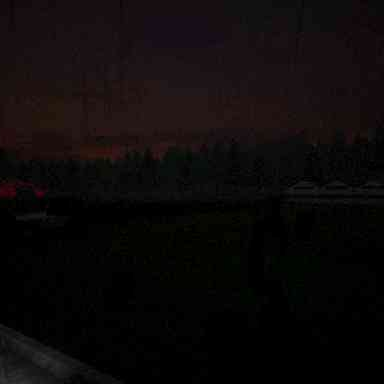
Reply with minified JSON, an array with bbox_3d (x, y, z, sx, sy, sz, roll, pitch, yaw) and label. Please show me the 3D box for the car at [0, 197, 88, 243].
[{"bbox_3d":[-6.725,1.187,15.326,1.905,1.878,3.866,0,0,35],"label":"car"}]
